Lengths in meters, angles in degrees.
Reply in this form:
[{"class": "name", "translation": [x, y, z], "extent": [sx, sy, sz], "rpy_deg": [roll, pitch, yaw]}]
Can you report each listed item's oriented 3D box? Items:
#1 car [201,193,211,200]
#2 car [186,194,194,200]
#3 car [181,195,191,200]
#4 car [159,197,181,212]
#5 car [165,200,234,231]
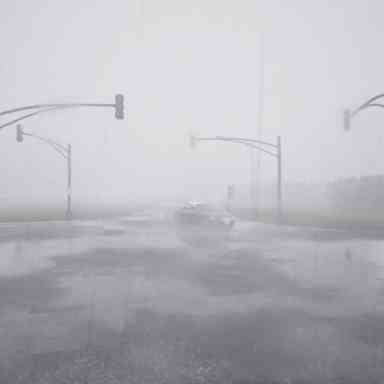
[{"class": "car", "translation": [3.412, 1.191, 79.138], "extent": [2.150, 2.045, 5.566], "rpy_deg": [0, 0, 5]}, {"class": "car", "translation": [-0.612, 1.181, 72.867], "extent": [2.128, 1.511, 4.902], "rpy_deg": [0, 0, 4]}, {"class": "car", "translation": [-1.728, 1.588, 57.986], "extent": [1.895, 1.301, 4.718], "rpy_deg": [0, 0, 4]}, {"class": "car", "translation": [-2.728, 1.524, 39.183], "extent": [1.812, 1.442, 4.674], "rpy_deg": [0, 0, 3]}, {"class": "car", "translation": [0.622, 1.491, 20.943], "extent": [2.128, 1.511, 4.902], "rpy_deg": [0, 0, -34]}]
